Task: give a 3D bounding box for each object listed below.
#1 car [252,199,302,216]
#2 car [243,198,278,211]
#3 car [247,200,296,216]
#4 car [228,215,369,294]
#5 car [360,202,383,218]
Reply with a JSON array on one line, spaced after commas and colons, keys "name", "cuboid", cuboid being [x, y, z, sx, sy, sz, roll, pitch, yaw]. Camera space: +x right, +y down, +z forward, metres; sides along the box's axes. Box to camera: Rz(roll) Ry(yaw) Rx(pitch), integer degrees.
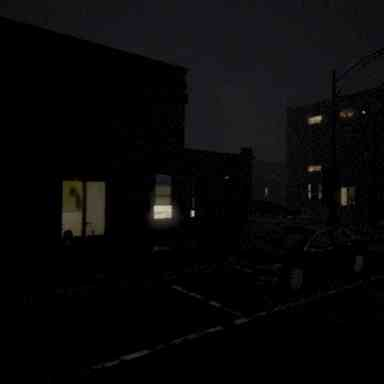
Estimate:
[{"name": "car", "cuboid": [7.303, 1.456, 28.599, 1.887, 1.381, 4.507, 0, -1, -35]}, {"name": "car", "cuboid": [8.537, 1.538, 41.834, 1.967, 1.590, 4.097, 0, -1, -35]}, {"name": "car", "cuboid": [7.690, 1.496, 32.779, 1.812, 1.442, 4.674, 1, -1, -35]}, {"name": "car", "cuboid": [2.878, 1.500, 8.632, 4.403, 1.369, 2.008, 0, 1, -36]}, {"name": "car", "cuboid": [15.871, 1.389, 26.236, 1.882, 1.535, 5.008, 1, -2, -31]}]
